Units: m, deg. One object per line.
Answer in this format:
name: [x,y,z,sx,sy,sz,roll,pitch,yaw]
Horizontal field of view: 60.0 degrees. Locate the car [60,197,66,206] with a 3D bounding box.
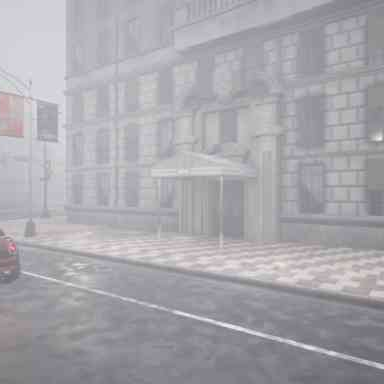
car: [-16.720,1.477,50.051,1.882,1.535,5.008,0,0,36]

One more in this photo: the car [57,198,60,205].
car: [-18.718,1.221,53.271,2.150,2.045,5.566,0,0,36]

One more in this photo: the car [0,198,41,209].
car: [-21.824,1.563,42.897,1.994,1.385,4.181,0,0,35]

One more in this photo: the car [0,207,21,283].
car: [-6.391,1.352,8.431,4.553,1.767,2.097,0,0,35]
